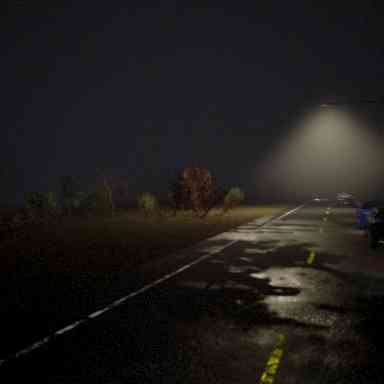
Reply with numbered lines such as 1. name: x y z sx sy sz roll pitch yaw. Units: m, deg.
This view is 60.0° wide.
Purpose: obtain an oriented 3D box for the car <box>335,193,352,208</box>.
1. car: 18.033 0.984 39.112 2.128 1.511 4.902 -2 0 24

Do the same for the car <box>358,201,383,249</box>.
1. car: 7.845 1.277 13.043 1.837 1.490 4.892 -2 0 23

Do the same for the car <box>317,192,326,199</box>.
1. car: 27.489 0.714 70.684 1.837 1.490 4.892 -2 0 22

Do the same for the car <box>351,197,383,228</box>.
1. car: 10.230 1.184 18.550 1.882 1.535 5.008 -2 0 23

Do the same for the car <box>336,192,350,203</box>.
1. car: 23.108 0.860 50.937 1.812 1.442 4.674 -2 0 23
